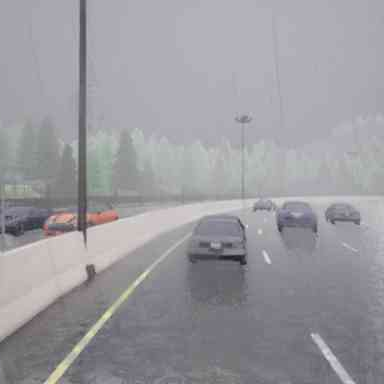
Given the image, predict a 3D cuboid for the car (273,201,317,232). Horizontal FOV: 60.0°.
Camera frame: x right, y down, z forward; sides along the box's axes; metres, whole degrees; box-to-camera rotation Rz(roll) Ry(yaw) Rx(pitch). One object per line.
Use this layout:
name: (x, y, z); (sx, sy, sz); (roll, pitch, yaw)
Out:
car: (6.157, 1.318, 19.964); (2.097, 1.767, 4.553); (0, 0, 13)

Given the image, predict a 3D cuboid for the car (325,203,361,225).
car: (10.728, 1.521, 23.892); (2.033, 1.411, 5.357); (0, 0, 17)

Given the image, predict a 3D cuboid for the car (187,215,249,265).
car: (1.007, 1.517, 11.703); (2.033, 1.411, 5.357); (0, 0, 8)

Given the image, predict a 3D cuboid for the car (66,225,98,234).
car: (-5.395, 1.280, 16.769); (2.097, 1.767, 4.553); (0, 0, 10)

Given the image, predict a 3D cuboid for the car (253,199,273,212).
car: (8.263, 1.471, 37.499); (2.033, 1.411, 5.357); (0, 0, 24)
